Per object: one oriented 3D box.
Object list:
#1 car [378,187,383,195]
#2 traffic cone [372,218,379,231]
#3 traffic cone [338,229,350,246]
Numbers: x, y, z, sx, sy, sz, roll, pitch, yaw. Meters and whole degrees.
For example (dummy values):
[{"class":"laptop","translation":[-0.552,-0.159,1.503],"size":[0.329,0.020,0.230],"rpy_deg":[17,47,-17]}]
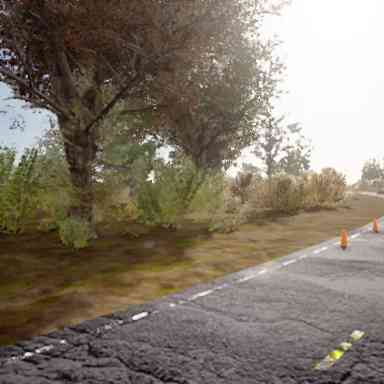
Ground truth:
[{"class":"car","translation":[38.513,-0.178,66.418],"size":[1.812,1.442,4.674],"rpy_deg":[0,1,17]},{"class":"traffic cone","translation":[8.810,1.544,15.985],"size":[0.340,0.580,0.340],"rpy_deg":[0,1,40]},{"class":"traffic cone","translation":[5.608,1.660,12.265],"size":[0.340,0.580,0.340],"rpy_deg":[0,1,42]}]
